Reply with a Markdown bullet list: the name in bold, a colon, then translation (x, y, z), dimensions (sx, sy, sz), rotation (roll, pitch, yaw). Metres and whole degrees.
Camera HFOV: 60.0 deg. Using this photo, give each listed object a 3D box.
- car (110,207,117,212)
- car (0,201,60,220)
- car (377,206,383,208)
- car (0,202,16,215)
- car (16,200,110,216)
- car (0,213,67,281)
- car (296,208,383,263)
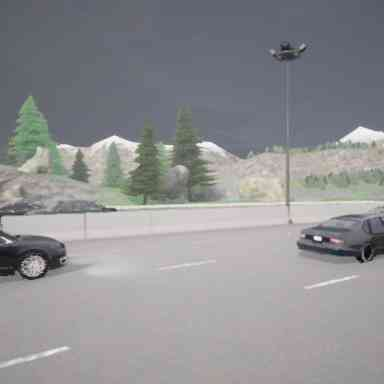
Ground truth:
- **car**: translation (-8.742, 1.502, 27.338), dimensions (4.718, 1.301, 1.895), rotation (0, 0, -32)
- **car**: translation (-13.863, 1.510, 28.234), dimensions (4.718, 1.301, 1.895), rotation (0, 0, -33)
- **car**: translation (11.536, 1.438, 18.537), dimensions (5.357, 1.411, 2.033), rotation (0, 0, -27)
- **car**: translation (-11.572, 1.439, 21.333), dimensions (4.892, 1.490, 1.837), rotation (0, 0, -34)
- **car**: translation (-7.619, 1.284, 19.755), dimensions (4.553, 1.767, 2.097), rotation (0, 0, -33)
- **car**: translation (-5.673, 1.482, 8.188), dimensions (4.892, 1.490, 1.837), rotation (0, 0, -35)
- **car**: translation (6.084, 1.481, 11.604), dimensions (5.357, 1.411, 2.033), rotation (0, 0, -30)
